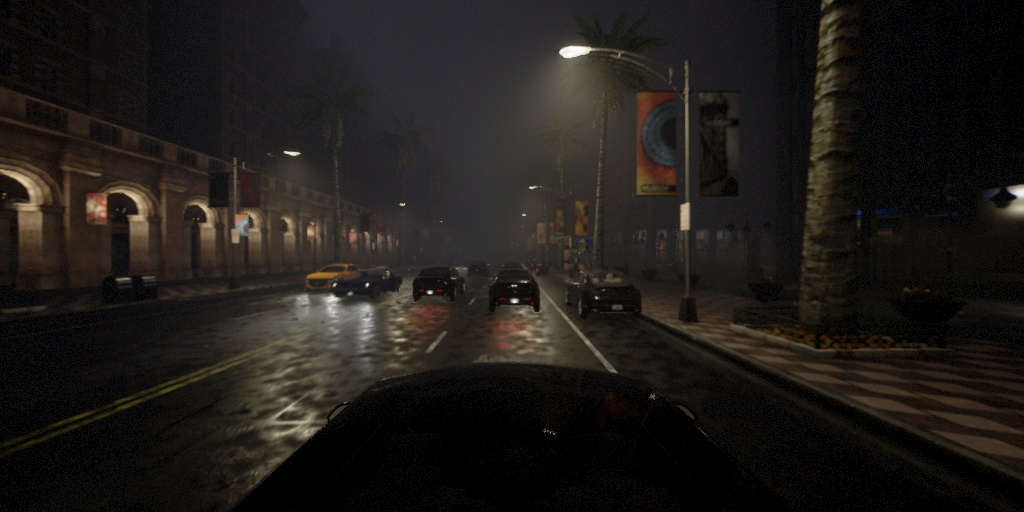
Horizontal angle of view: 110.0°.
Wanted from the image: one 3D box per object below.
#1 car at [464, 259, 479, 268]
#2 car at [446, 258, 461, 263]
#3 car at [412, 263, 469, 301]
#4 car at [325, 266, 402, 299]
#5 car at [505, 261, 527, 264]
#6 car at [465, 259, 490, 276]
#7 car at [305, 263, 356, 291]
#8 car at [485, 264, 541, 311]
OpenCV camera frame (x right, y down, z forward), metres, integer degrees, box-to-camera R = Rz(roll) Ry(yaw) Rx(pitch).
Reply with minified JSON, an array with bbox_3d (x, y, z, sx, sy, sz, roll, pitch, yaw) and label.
[{"bbox_3d":[-6.887,1.235,60.758,1.882,1.535,5.008,0,0,1],"label":"car"},{"bbox_3d":[-10.355,1.110,63.285,2.097,1.767,4.553,0,0,1],"label":"car"},{"bbox_3d":[-3.407,1.257,17.318,1.837,1.490,4.892,0,0,0],"label":"car"},{"bbox_3d":[-7.107,1.353,17.970,1.895,1.301,4.718,0,0,0],"label":"car"},{"bbox_3d":[0.087,1.231,32.985,1.882,1.535,5.008,0,0,0],"label":"car"},{"bbox_3d":[-3.416,1.232,37.422,1.882,1.535,5.008,0,0,0],"label":"car"},{"bbox_3d":[-10.608,1.230,22.017,1.882,1.535,5.008,0,0,0],"label":"car"},{"bbox_3d":[0.089,1.256,14.450,1.837,1.490,4.892,0,0,0],"label":"car"}]
